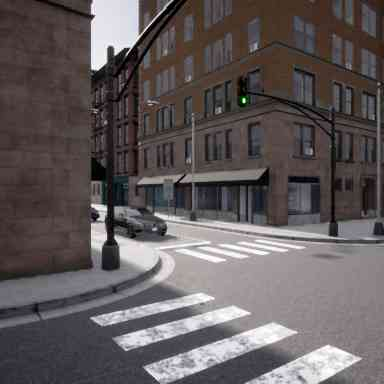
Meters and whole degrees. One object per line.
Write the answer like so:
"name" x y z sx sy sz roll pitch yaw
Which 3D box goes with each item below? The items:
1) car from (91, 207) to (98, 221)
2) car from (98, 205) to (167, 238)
"car" -8.719 1.398 25.197 2.033 1.411 5.357 0 0 -36
"car" -3.064 1.436 17.271 1.812 1.442 4.674 0 0 -35
